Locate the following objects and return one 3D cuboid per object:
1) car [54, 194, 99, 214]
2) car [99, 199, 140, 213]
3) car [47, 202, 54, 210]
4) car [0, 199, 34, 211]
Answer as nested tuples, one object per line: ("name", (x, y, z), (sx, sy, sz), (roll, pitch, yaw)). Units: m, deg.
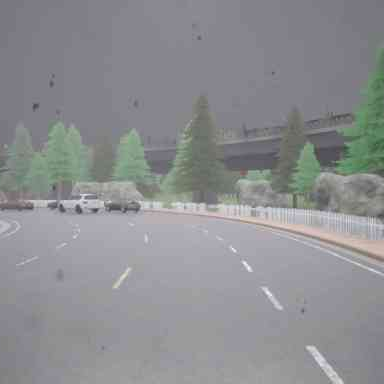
("car", (-12.211, 1.221, 35.889), (5.566, 2.045, 2.150), (0, 0, 39))
("car", (-7.631, 1.491, 36.284), (2.128, 1.511, 4.902), (0, 0, -45))
("car", (-16.006, 1.547, 42.434), (5.357, 1.411, 2.033), (0, 0, 27))
("car", (-21.565, 1.564, 40.854), (4.181, 1.385, 1.994), (0, 0, 20))
